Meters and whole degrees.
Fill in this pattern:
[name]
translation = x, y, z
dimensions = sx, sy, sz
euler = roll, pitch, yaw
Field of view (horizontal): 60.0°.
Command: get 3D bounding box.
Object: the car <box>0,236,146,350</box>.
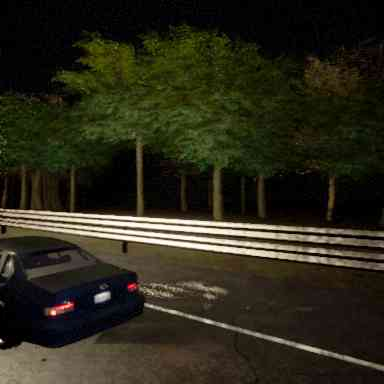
[car]
translation = -3.307, 1.576, 6.300
dimensions = 5.357, 1.411, 2.033
euler = 0, 0, 37
